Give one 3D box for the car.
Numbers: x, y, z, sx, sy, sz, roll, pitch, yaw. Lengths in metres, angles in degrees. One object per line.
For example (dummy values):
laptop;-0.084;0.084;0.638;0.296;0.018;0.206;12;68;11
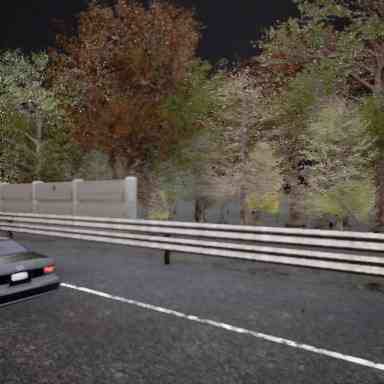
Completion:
car;-5.181;1.604;7.512;5.357;1.411;2.033;-1;0;36
